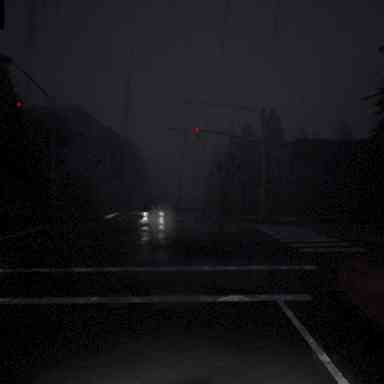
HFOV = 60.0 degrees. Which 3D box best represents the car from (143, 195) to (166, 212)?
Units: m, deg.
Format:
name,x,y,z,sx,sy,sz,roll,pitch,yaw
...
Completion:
name,x,y,z,sx,sy,sz,roll,pitch,yaw
car,-3.574,1.094,32.289,1.837,1.490,4.892,0,1,0
